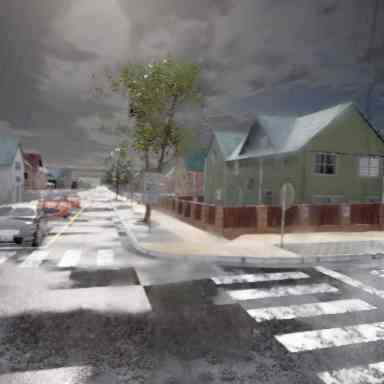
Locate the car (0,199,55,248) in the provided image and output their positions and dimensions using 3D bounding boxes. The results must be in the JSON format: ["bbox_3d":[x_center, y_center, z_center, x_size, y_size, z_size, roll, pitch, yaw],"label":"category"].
[{"bbox_3d":[-6.905,1.237,13.298,2.128,1.511,4.902,2,0,-19],"label":"car"}]

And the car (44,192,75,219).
[{"bbox_3d":[-10.242,0.963,24.844,2.097,1.767,4.553,2,0,-15],"label":"car"}]

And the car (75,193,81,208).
[{"bbox_3d":[-13.462,0.832,36.921,2.097,1.767,4.553,2,0,-15],"label":"car"}]
